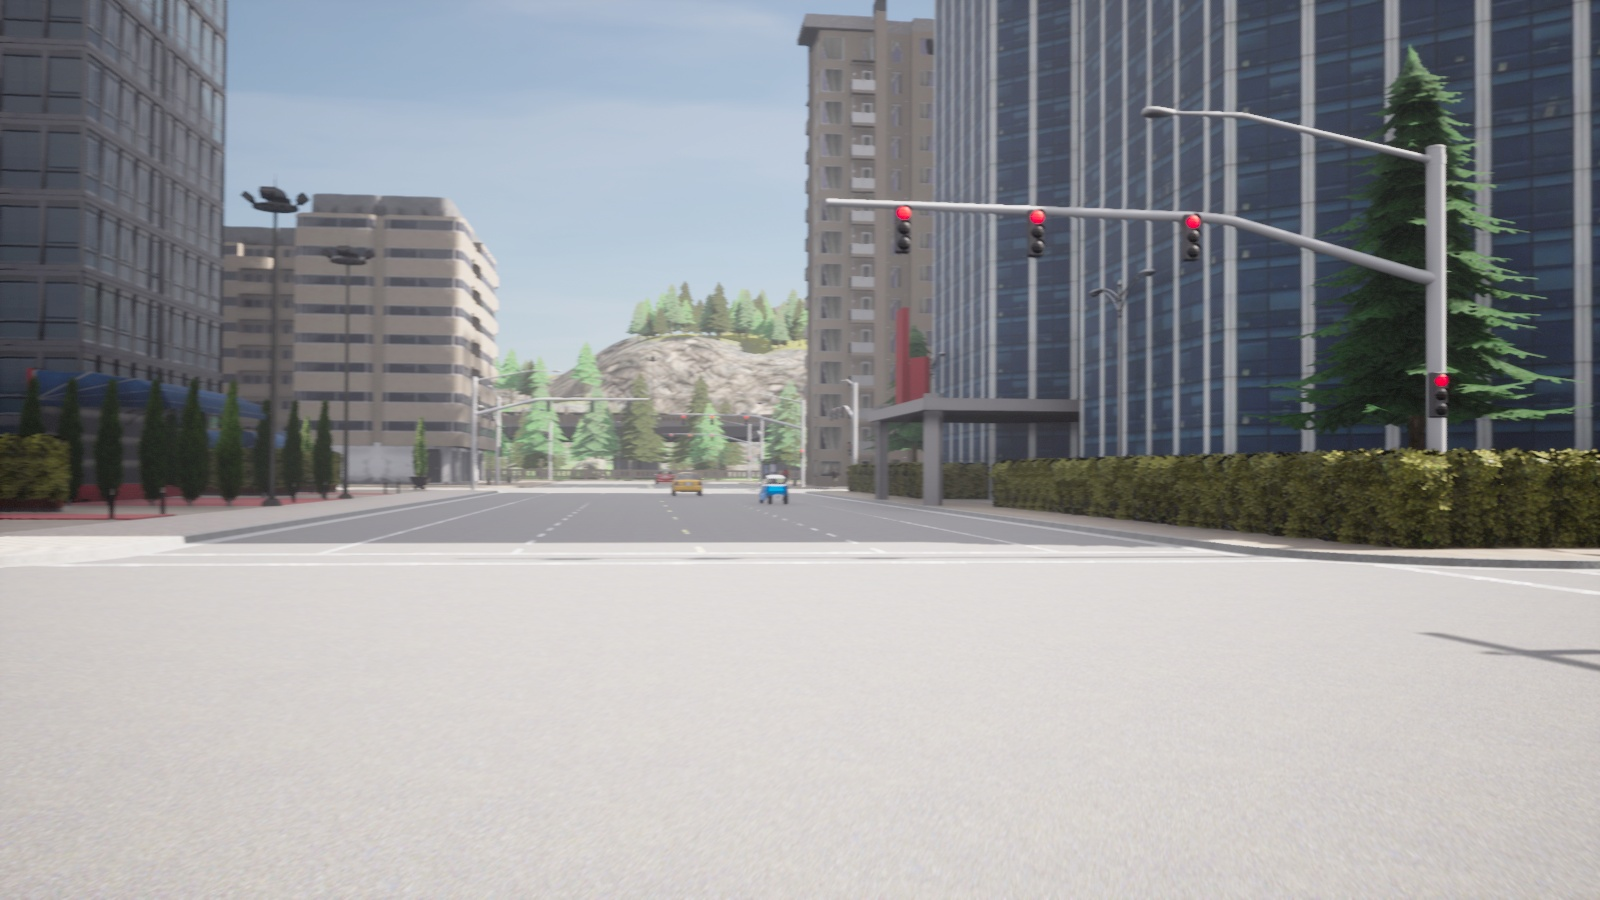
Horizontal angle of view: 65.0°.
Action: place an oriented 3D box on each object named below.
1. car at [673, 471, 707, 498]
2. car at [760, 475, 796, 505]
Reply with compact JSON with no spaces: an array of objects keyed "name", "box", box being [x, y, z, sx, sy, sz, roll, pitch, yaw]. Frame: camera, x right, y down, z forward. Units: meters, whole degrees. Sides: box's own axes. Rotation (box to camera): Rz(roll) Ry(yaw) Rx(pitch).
[{"name":"car","box":[-6.730,2.054,76.468,1.801,1.575,5.366,0,-1,-7]},{"name":"car","box":[-1.041,1.872,59.507,1.481,1.376,2.207,0,-1,-7]}]
